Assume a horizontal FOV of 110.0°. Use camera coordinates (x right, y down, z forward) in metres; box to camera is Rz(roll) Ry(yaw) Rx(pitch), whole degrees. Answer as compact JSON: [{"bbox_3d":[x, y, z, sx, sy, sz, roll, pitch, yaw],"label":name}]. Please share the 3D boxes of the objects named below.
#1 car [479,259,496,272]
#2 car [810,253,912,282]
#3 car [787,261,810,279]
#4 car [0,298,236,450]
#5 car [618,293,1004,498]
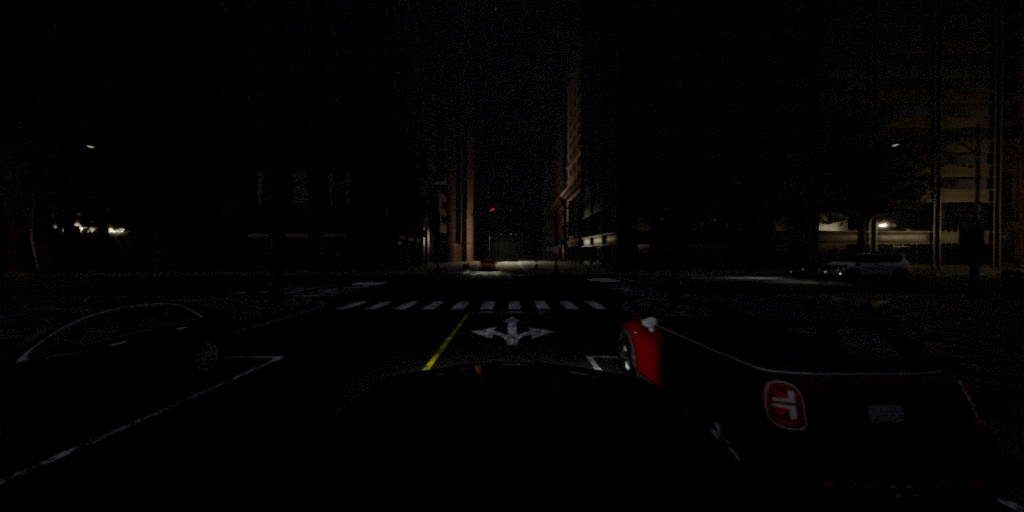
[{"bbox_3d":[-2.948,1.113,43.849,1.882,1.535,5.008,0,2,0],"label":"car"},{"bbox_3d":[25.651,0.800,26.194,5.566,2.045,2.150,0,1,0],"label":"car"},{"bbox_3d":[25.368,1.042,29.445,4.902,1.511,2.128,0,1,0],"label":"car"},{"bbox_3d":[-5.761,1.289,4.589,2.007,1.370,4.403,0,0,0],"label":"car"},{"bbox_3d":[2.764,1.178,4.586,1.967,1.591,4.097,0,0,0],"label":"car"}]
